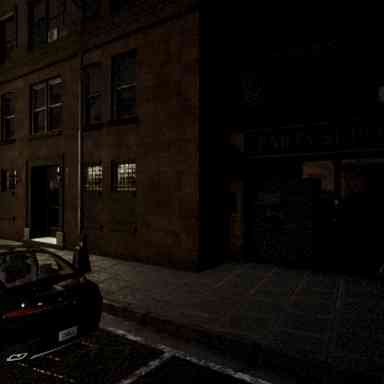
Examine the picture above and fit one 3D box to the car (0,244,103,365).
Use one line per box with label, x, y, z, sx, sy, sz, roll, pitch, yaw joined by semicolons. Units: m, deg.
car;-3.334;1.551;5.470;4.403;1.369;2.008;0;0;36
